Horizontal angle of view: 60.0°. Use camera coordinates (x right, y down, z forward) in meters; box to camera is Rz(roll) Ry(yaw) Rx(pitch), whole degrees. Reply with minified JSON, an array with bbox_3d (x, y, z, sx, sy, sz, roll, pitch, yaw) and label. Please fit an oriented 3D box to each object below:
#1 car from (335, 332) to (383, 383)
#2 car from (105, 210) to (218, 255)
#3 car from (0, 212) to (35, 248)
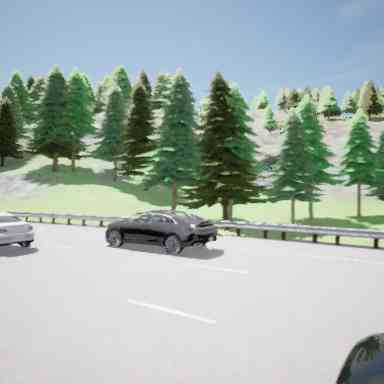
[{"bbox_3d":[2.943,1.556,1.792,4.181,1.385,1.994,0,0,36],"label":"car"},{"bbox_3d":[-1.349,1.477,13.184,4.902,1.511,2.128,0,0,33],"label":"car"},{"bbox_3d":[-8.264,1.523,13.397,4.674,1.442,1.812,0,0,32],"label":"car"}]
